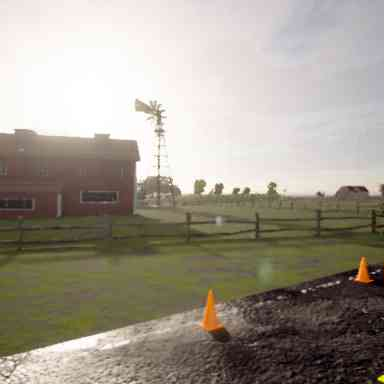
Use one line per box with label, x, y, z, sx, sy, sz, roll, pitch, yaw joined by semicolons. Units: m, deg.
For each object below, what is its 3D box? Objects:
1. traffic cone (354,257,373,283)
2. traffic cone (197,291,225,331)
traffic cone;4.388;1.964;8.504;0.340;0.580;0.340;0;0;-35
traffic cone;0.317;1.959;5.600;0.340;0.580;0.340;0;0;-36
